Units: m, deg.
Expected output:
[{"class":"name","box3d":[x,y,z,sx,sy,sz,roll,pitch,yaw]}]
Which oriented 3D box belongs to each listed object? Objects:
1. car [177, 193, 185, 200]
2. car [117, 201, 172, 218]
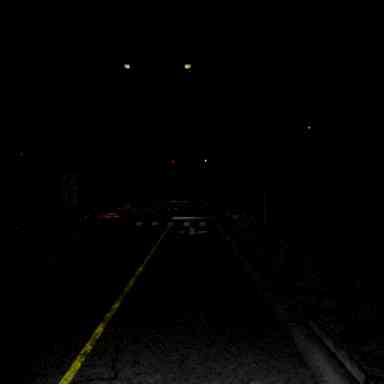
[{"class":"car","box3d":[-2.839,1.071,87.229,2.097,1.767,4.553,0,0,0]},{"class":"car","box3d":[-4.103,1.541,28.878,4.674,1.442,1.812,1,-1,0]}]
